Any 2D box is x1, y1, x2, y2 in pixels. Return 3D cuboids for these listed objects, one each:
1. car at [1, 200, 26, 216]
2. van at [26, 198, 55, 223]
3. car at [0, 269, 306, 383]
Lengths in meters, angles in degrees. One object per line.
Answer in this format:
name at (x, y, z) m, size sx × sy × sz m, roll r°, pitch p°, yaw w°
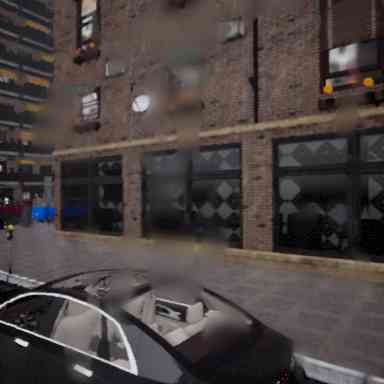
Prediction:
car at (-16.578, 1.473, 29.476) m, size 1.967 × 1.590 × 4.097 m, roll 0°, pitch 0°, yaw 35°
van at (-9.731, 1.300, 24.645) m, size 1.690 × 1.788 × 3.998 m, roll -1°, pitch 0°, yaw 35°
car at (-1.065, 1.553, 3.642) m, size 4.403 × 1.369 × 2.008 m, roll 0°, pitch 0°, yaw 36°
